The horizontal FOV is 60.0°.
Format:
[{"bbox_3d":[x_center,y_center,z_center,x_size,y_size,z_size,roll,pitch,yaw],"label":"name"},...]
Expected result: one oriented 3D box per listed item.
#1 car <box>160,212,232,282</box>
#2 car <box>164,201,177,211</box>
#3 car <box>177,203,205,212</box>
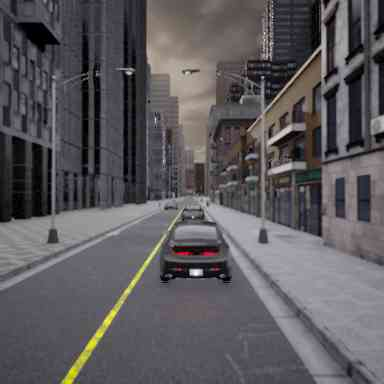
[{"bbox_3d":[0.096,1.612,10.110,1.837,1.490,4.892,0,0,0],"label":"car"},{"bbox_3d":[-3.058,2.106,50.283,1.994,1.385,4.181,0,-1,0],"label":"car"},{"bbox_3d":[0.086,1.792,28.148,2.128,1.511,4.902,0,0,0],"label":"car"}]
